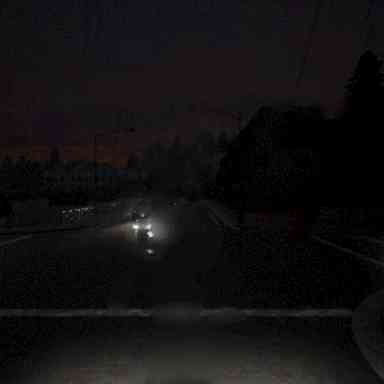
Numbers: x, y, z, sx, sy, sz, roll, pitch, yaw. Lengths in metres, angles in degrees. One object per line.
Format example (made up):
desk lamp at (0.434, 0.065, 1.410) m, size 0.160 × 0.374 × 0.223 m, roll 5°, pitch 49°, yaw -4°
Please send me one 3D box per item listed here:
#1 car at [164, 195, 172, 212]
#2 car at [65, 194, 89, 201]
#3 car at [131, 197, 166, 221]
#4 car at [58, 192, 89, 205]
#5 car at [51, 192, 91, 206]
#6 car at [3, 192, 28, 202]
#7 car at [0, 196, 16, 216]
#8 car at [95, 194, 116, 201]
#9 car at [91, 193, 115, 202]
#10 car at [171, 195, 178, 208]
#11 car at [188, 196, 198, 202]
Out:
car at (-3.554, 1.434, 36.911) m, size 1.812 × 1.442 × 4.674 m, roll 0°, pitch 0°, yaw 0°
car at (-24.964, 1.133, 72.473) m, size 4.514 × 1.523 × 2.007 m, roll 0°, pitch 0°, yaw 0°
car at (-3.576, 1.426, 26.597) m, size 2.128 × 1.511 × 4.902 m, roll 0°, pitch 0°, yaw 0°
car at (-17.612, 0.969, 49.591) m, size 3.866 × 1.878 × 1.905 m, roll 0°, pitch 0°, yaw 0°
car at (-17.203, 0.996, 46.685) m, size 4.605 × 1.855 × 1.932 m, roll 0°, pitch 0°, yaw 0°
car at (-34.981, 0.949, 65.540) m, size 4.605 × 1.855 × 1.932 m, roll 0°, pitch 0°, yaw 0°
car at (-17.357, 1.319, 28.102) m, size 3.633 × 1.501 × 1.845 m, roll 0°, pitch 0°, yaw 0°
car at (-17.918, 1.076, 68.803) m, size 3.806 × 1.475 × 1.970 m, roll 0°, pitch 0°, yaw 0°
car at (-17.601, 1.014, 62.385) m, size 5.027 × 1.636 × 2.152 m, roll 0°, pitch 0°, yaw 0°
car at (-3.535, 1.429, 47.324) m, size 2.033 × 1.411 × 5.357 m, roll 0°, pitch 0°, yaw 0°
car at (0.170, 1.433, 67.849) m, size 1.895 × 1.301 × 4.718 m, roll 0°, pitch 0°, yaw 0°
